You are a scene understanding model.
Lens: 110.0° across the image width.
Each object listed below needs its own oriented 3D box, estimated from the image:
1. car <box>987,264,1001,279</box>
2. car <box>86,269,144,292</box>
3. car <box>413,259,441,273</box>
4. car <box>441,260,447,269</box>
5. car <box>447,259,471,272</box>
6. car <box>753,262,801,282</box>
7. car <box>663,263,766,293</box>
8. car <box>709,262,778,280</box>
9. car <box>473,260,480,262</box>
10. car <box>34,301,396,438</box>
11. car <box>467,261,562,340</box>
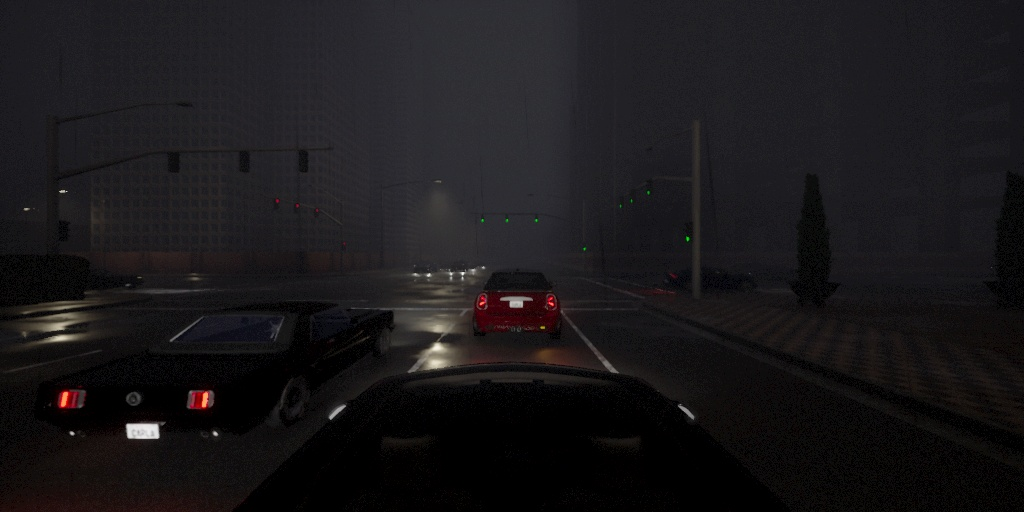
[{"bbox_3d":[45.047,1.037,31.065,5.566,2.045,2.150,0,0,1],"label":"car"},{"bbox_3d":[-24.831,1.391,21.142,4.718,1.301,1.895,0,0,1],"label":"car"},{"bbox_3d":[-10.669,1.194,44.271,2.097,1.767,4.553,0,0,1],"label":"car"},{"bbox_3d":[-10.408,1.419,58.968,2.033,1.411,5.357,0,0,1],"label":"car"},{"bbox_3d":[-7.101,1.355,48.673,1.837,1.490,4.892,0,0,1],"label":"car"},{"bbox_3d":[19.830,1.370,27.843,4.181,1.385,1.994,0,0,1],"label":"car"},{"bbox_3d":[11.431,1.298,20.818,5.008,1.535,1.882,0,0,1],"label":"car"},{"bbox_3d":[20.144,1.318,31.341,4.892,1.490,1.837,0,0,1],"label":"car"},{"bbox_3d":[-6.894,1.474,59.699,1.895,1.301,4.718,0,0,1],"label":"car"},{"bbox_3d":[-3.428,1.359,5.581,1.895,1.301,4.718,0,0,1],"label":"car"},{"bbox_3d":[0.219,1.120,10.265,2.097,1.767,4.553,0,0,3],"label":"car"}]
